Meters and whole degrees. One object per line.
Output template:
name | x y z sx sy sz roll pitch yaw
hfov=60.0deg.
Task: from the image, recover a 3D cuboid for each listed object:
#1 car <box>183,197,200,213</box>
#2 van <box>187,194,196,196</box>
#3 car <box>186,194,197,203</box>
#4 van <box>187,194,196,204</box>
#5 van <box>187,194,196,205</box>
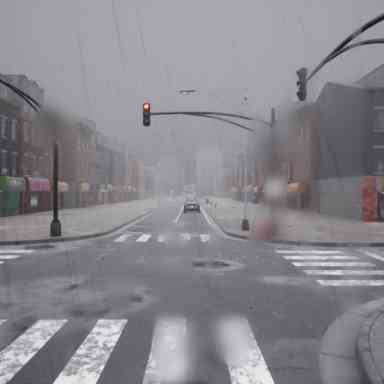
car | -0.016 1.563 36.720 1.947 1.339 4.313 0 0 0
van | -0.079 1.341 53.537 1.690 1.788 3.998 0 0 0
car | -0.140 1.326 70.353 2.192 1.841 5.009 0 0 0
van | -0.119 1.348 64.748 1.690 1.788 3.998 0 0 0
van | -0.099 1.344 59.142 1.690 1.788 3.998 0 0 0
